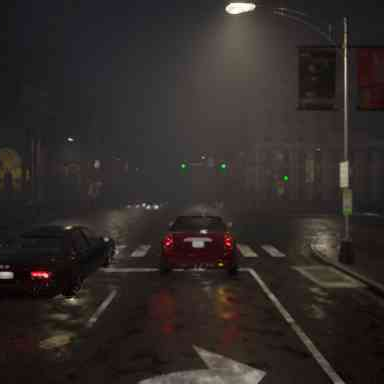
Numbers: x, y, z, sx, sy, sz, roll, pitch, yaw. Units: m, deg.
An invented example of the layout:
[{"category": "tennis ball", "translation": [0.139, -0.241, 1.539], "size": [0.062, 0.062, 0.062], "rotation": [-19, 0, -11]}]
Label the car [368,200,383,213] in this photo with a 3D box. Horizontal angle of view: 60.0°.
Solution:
[{"category": "car", "translation": [21.993, 1.705, 36.055], "size": [4.181, 1.385, 1.994], "rotation": [0, 0, 0]}]

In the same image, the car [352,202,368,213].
[{"category": "car", "translation": [21.915, 1.703, 39.557], "size": [5.357, 1.411, 2.033], "rotation": [0, 0, 0]}]

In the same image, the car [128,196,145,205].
[{"category": "car", "translation": [-10.634, 1.602, 62.603], "size": [2.097, 1.767, 4.553], "rotation": [0, 0, 0]}]

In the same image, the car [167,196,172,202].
[{"category": "car", "translation": [-6.326, 1.854, 83.009], "size": [1.812, 1.442, 4.674], "rotation": [0, 0, 10]}]

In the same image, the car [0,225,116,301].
[{"category": "car", "translation": [-3.426, 1.583, 8.622], "size": [2.033, 1.411, 5.357], "rotation": [0, 0, 0]}]

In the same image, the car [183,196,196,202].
[{"category": "car", "translation": [-0.615, 1.898, 90.290], "size": [2.033, 1.411, 5.357], "rotation": [0, 0, 22]}]

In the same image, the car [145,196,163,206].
[{"category": "car", "translation": [-7.134, 1.851, 62.817], "size": [1.895, 1.301, 4.718], "rotation": [0, 0, 0]}]

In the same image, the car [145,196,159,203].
[{"category": "car", "translation": [-9.862, 1.856, 83.135], "size": [2.128, 1.511, 4.902], "rotation": [0, 0, 10]}]

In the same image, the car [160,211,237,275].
[{"category": "car", "translation": [0.275, 1.395, 10.813], "size": [2.097, 1.767, 4.553], "rotation": [0, 0, 3]}]

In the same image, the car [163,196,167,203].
[{"category": "car", "translation": [-7.156, 1.768, 72.931], "size": [1.882, 1.535, 5.008], "rotation": [0, 0, 0]}]
